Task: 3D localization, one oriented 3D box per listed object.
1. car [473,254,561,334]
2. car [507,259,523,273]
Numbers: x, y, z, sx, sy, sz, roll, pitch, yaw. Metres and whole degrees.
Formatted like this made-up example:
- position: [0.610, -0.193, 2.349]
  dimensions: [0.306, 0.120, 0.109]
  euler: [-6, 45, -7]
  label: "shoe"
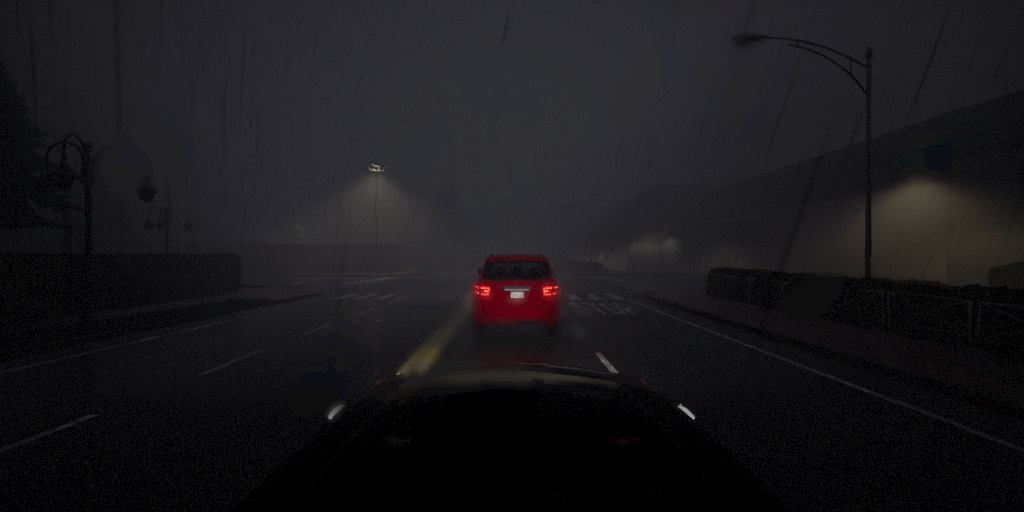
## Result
- position: [0.122, 0.971, 10.760]
  dimensions: [2.150, 2.045, 5.566]
  euler: [0, 0, 0]
  label: "car"
- position: [0.361, 1.228, 45.613]
  dimensions: [1.882, 1.535, 5.008]
  euler: [0, 0, 1]
  label: "car"
